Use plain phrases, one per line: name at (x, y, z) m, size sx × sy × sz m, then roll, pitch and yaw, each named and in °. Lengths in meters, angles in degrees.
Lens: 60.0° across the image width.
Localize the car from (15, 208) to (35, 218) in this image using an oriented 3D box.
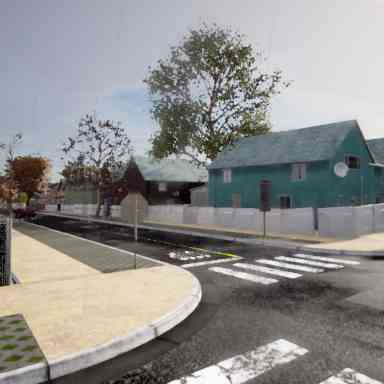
car at (-22.316, 2.779, 44.408) m, size 1.895 × 1.301 × 4.718 m, roll 1°, pitch -2°, yaw -35°
